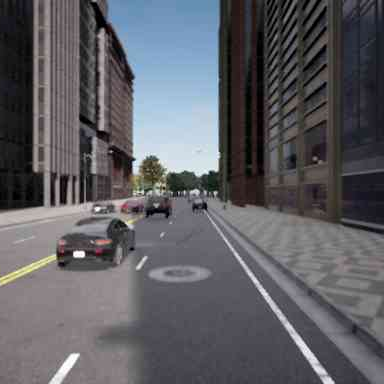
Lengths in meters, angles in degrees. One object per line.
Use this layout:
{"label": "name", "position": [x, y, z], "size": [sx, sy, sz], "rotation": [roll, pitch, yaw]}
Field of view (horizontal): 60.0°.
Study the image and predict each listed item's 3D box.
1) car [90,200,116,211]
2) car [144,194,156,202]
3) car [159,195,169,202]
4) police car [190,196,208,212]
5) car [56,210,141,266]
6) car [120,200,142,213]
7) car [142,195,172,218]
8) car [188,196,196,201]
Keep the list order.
{"label": "car", "position": [-9.834, 1.645, 37.066], "size": [2.128, 1.511, 4.902], "rotation": [0, 0, 0]}
{"label": "car", "position": [-9.736, 1.314, 77.475], "size": [2.097, 1.767, 4.553], "rotation": [0, 0, 0]}
{"label": "car", "position": [-6.487, 1.516, 77.028], "size": [1.812, 1.442, 4.674], "rotation": [0, 0, 0]}
{"label": "police car", "position": [0.982, 1.599, 42.580], "size": [1.930, 1.638, 5.238], "rotation": [0, 0, 0]}
{"label": "car", "position": [-3.134, 1.575, 11.565], "size": [1.812, 1.442, 4.674], "rotation": [0, 0, 0]}
{"label": "car", "position": [-6.586, 1.628, 36.705], "size": [1.882, 1.535, 5.008], "rotation": [0, -1, 0]}
{"label": "car", "position": [-3.145, 1.354, 32.120], "size": [2.150, 2.045, 5.566], "rotation": [0, 0, 0]}
{"label": "car", "position": [0.016, 1.779, 94.366], "size": [2.033, 1.411, 5.357], "rotation": [0, 0, 0]}
